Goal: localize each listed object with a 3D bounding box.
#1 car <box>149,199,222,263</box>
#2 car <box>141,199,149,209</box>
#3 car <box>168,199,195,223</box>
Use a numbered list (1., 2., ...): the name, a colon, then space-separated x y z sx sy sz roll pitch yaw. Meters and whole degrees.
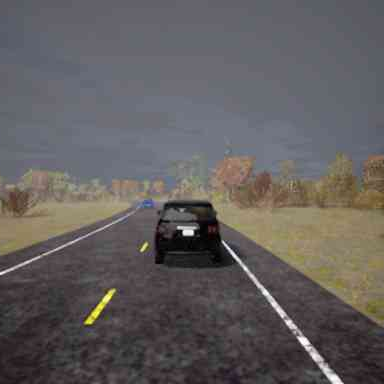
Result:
1. car: -0.169 1.293 12.431 2.150 2.045 5.566 0 0 -1
2. car: -6.912 1.839 52.587 1.882 1.535 5.008 0 -1 -7
3. car: -0.958 1.519 28.299 2.097 1.767 4.553 0 0 -4
